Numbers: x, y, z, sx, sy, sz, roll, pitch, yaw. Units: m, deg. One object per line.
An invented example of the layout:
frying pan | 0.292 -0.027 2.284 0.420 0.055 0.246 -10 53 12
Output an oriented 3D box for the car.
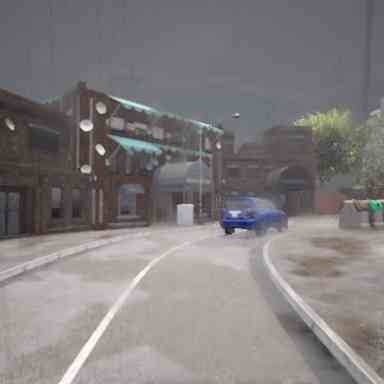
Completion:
car | 3.682 1.378 19.215 2.150 2.045 5.566 -2 -3 34
